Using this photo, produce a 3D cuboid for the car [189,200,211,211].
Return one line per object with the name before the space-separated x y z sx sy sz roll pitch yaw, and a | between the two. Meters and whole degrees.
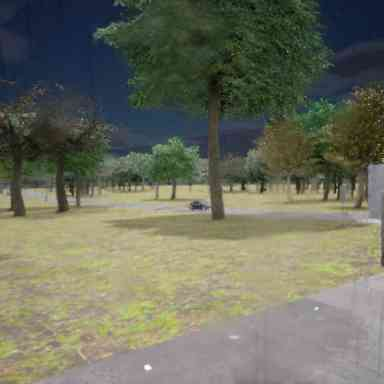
car | 1.431 1.943 47.315 1.837 1.490 4.892 -1 0 -35
